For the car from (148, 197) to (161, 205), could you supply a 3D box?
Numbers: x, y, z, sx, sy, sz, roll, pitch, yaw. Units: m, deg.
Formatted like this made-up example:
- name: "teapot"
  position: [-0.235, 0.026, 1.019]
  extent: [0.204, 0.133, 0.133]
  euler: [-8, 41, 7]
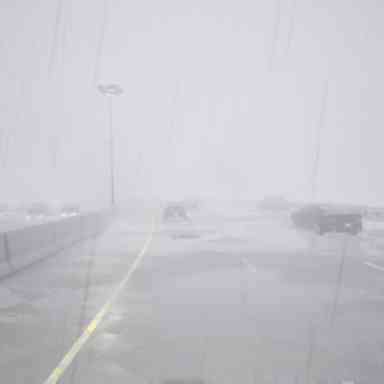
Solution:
- name: "car"
  position: [-7.147, 1.622, 64.708]
  extent: [1.882, 1.535, 5.008]
  euler: [-1, 0, -21]

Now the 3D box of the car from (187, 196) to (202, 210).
- name: "car"
  position: [-0.469, 1.530, 42.054]
  extent: [1.812, 1.442, 4.674]
  euler: [-1, 0, -13]

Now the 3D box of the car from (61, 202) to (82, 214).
- name: "car"
  position: [-14.747, 1.874, 40.867]
  extent: [1.994, 1.385, 4.181]
  euler: [-1, 0, -13]

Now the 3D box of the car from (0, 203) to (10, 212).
- name: "car"
  position: [-26.954, 2.181, 46.475]
  extent: [1.994, 1.385, 4.181]
  euler: [-1, 0, -17]

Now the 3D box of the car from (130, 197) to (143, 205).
- name: "car"
  position: [-10.837, 1.715, 64.484]
  extent: [2.128, 1.511, 4.902]
  euler: [-1, 0, -22]

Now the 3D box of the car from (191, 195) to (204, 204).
- name: "car"
  position: [0.019, 1.345, 54.493]
  extent: [2.097, 1.767, 4.553]
  euler: [-1, 0, -17]

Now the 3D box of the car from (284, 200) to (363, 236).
- name: "car"
  position: [6.770, 1.331, 17.356]
  extent: [1.882, 1.535, 5.008]
  euler: [-1, 0, -5]

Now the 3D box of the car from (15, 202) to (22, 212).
- name: "car"
  position: [-23.369, 2.019, 46.634]
  extent: [1.812, 1.442, 4.674]
  euler: [-1, 0, -16]

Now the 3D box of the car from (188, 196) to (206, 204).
- name: "car"
  position: [0.900, 1.463, 64.078]
  extent: [2.128, 1.511, 4.902]
  euler: [-1, 0, -17]

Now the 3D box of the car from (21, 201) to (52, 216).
- name: "car"
  position: [-17.892, 1.925, 39.098]
  extent: [2.033, 1.411, 5.357]
  euler: [-1, 0, -12]

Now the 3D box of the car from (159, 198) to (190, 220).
- name: "car"
  position: [-1.589, 1.536, 28.637]
  extent: [1.837, 1.490, 4.892]
  euler: [-1, 0, -8]

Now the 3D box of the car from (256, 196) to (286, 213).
- name: "car"
  position: [8.239, 1.172, 34.226]
  extent: [2.097, 1.767, 4.553]
  euler: [-1, 0, -10]
